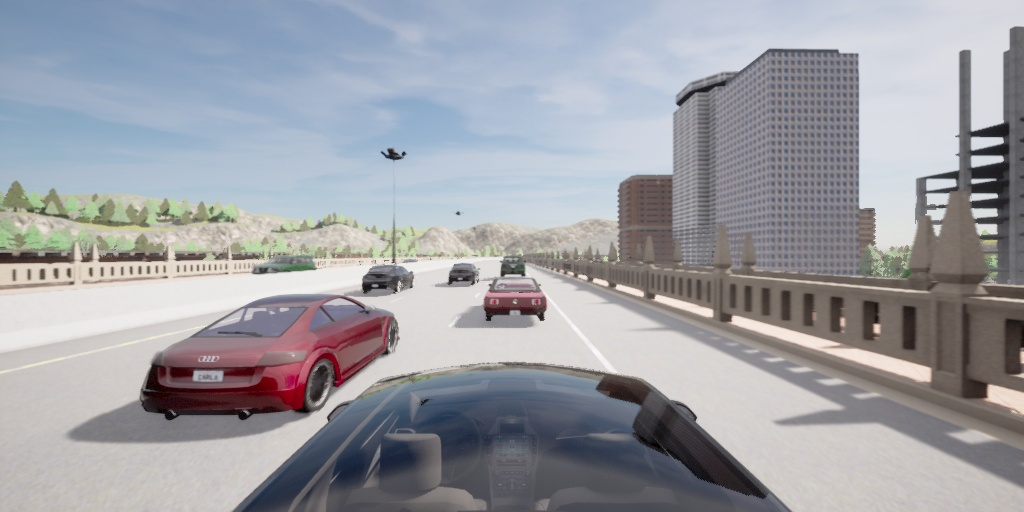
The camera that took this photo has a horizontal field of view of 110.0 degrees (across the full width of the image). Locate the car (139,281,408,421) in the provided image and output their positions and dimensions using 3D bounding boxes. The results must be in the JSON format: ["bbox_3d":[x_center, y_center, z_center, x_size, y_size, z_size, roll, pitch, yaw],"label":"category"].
[{"bbox_3d":[-3.403,1.314,6.022,1.994,1.385,4.181,0,0,0],"label":"car"}]

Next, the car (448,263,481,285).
[{"bbox_3d":[-3.410,1.252,26.029,1.837,1.490,4.892,0,0,0],"label":"car"}]

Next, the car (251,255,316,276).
[{"bbox_3d":[-17.597,0.968,28.028,2.150,2.045,5.566,0,0,0],"label":"car"}]

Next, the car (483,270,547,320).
[{"bbox_3d":[0.095,1.350,12.548,1.895,1.301,4.718,0,0,0],"label":"car"}]

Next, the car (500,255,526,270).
[{"bbox_3d":[0.086,0.968,32.137,2.150,2.045,5.566,0,0,0],"label":"car"}]

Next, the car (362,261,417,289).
[{"bbox_3d":[-6.908,1.253,20.497,1.837,1.490,4.892,0,0,0],"label":"car"}]
